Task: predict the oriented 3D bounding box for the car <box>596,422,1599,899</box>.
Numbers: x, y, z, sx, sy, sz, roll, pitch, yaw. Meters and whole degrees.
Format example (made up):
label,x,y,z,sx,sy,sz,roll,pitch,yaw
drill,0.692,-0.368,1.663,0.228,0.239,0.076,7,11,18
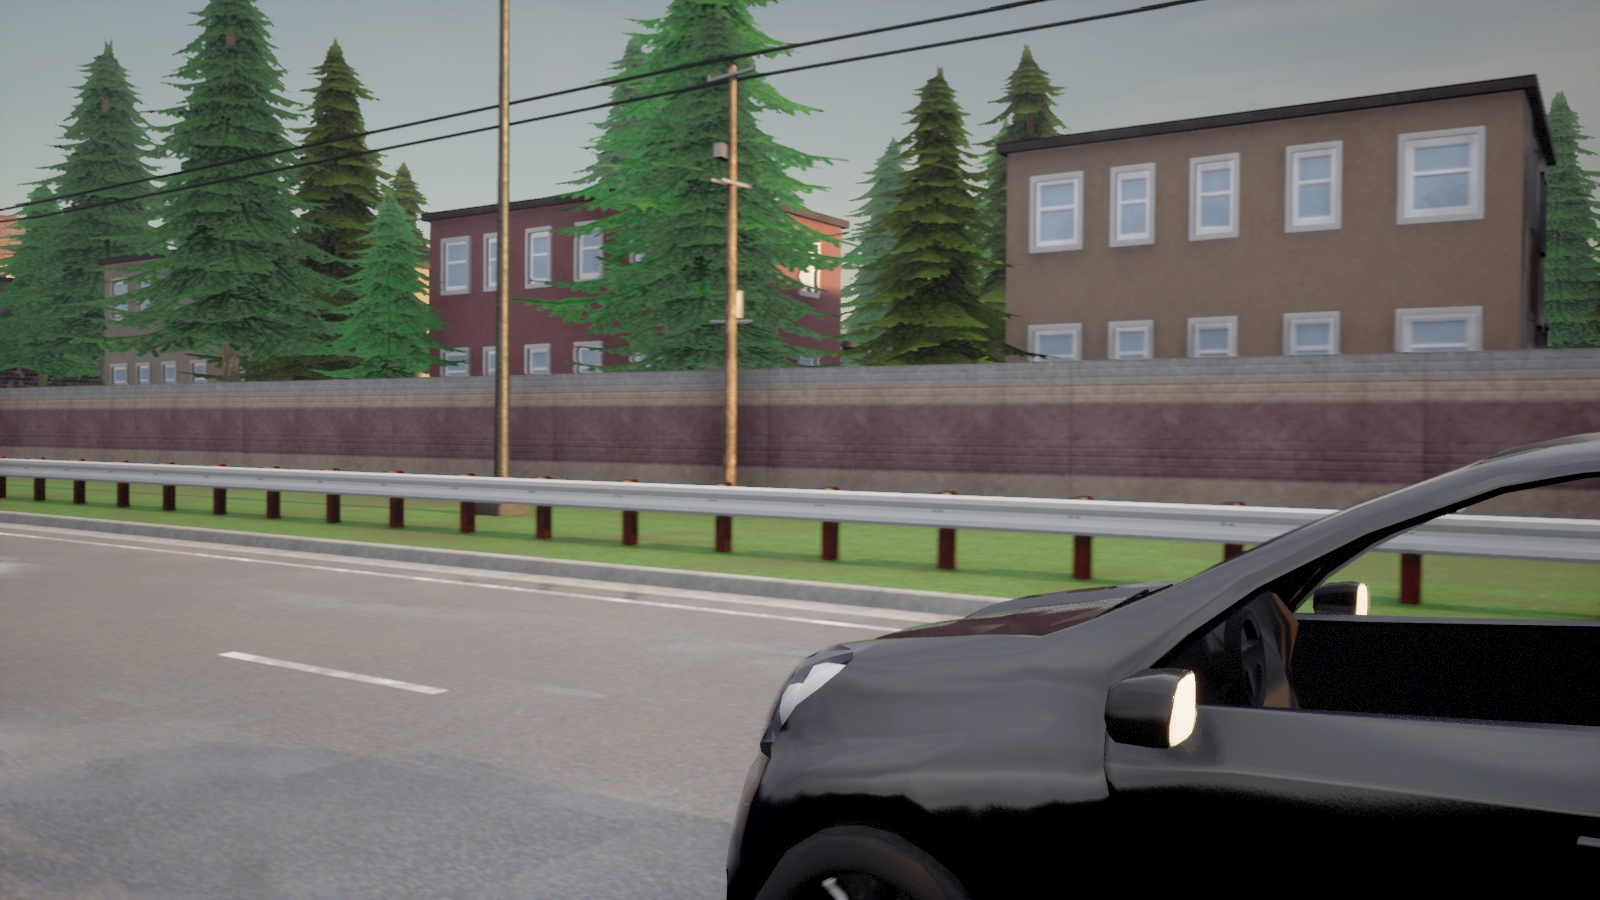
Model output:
label,x,y,z,sx,sy,sz,roll,pitch,yaw
car,1.574,0.696,2.578,3.633,1.501,1.845,0,1,34
